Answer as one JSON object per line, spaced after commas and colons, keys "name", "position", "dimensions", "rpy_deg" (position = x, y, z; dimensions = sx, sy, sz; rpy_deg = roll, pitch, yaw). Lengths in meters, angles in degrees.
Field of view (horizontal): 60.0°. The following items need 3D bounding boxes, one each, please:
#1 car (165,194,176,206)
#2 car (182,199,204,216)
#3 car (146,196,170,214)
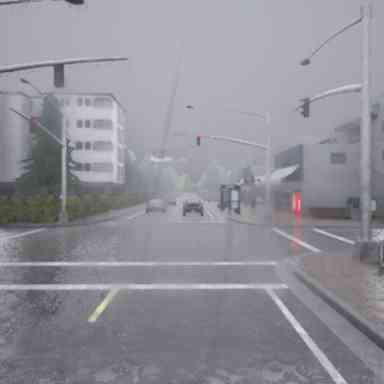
{"name": "car", "position": [-3.557, 1.236, 50.966], "dimensions": [2.097, 1.767, 4.553], "rpy_deg": [0, 0, 0]}
{"name": "car", "position": [0.105, 1.431, 31.946], "dimensions": [1.837, 1.490, 4.892], "rpy_deg": [0, 0, 0]}
{"name": "car", "position": [-3.587, 1.449, 34.039], "dimensions": [1.812, 1.442, 4.674], "rpy_deg": [0, 1, 0]}
